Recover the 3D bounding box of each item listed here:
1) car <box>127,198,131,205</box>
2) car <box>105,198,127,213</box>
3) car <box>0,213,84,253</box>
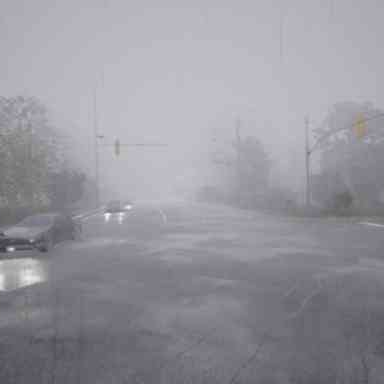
[{"bbox_3d":[-12.288,1.802,61.424,1.895,1.301,4.718,-1,0,-8],"label":"car"},{"bbox_3d":[-8.967,1.678,38.977,1.837,1.490,4.892,-1,2,-8],"label":"car"},{"bbox_3d":[-6.446,1.671,14.595,2.033,1.411,5.357,-1,0,1],"label":"car"}]
